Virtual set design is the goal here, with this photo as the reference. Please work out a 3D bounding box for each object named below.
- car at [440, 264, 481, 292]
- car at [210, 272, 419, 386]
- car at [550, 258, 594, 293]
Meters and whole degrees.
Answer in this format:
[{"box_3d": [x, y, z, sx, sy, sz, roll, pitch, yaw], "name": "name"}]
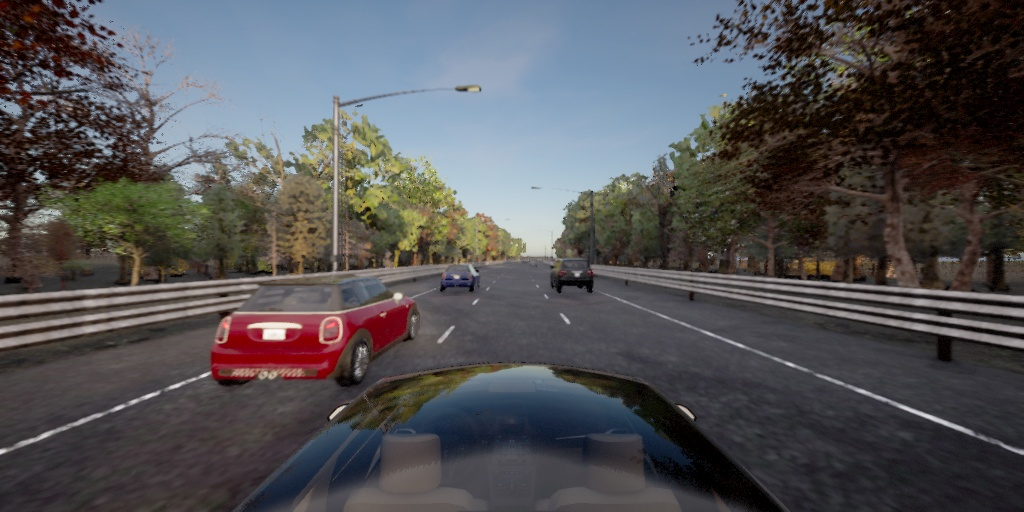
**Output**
[{"box_3d": [-3.283, 1.305, 23.614, 2.097, 1.767, 4.553, 0, -1, 1], "name": "car"}, {"box_3d": [-3.389, 1.153, 7.248, 2.097, 1.767, 4.553, 0, -1, 0], "name": "car"}, {"box_3d": [3.709, 1.172, 22.925, 2.150, 2.045, 5.566, 0, -1, 1], "name": "car"}]
